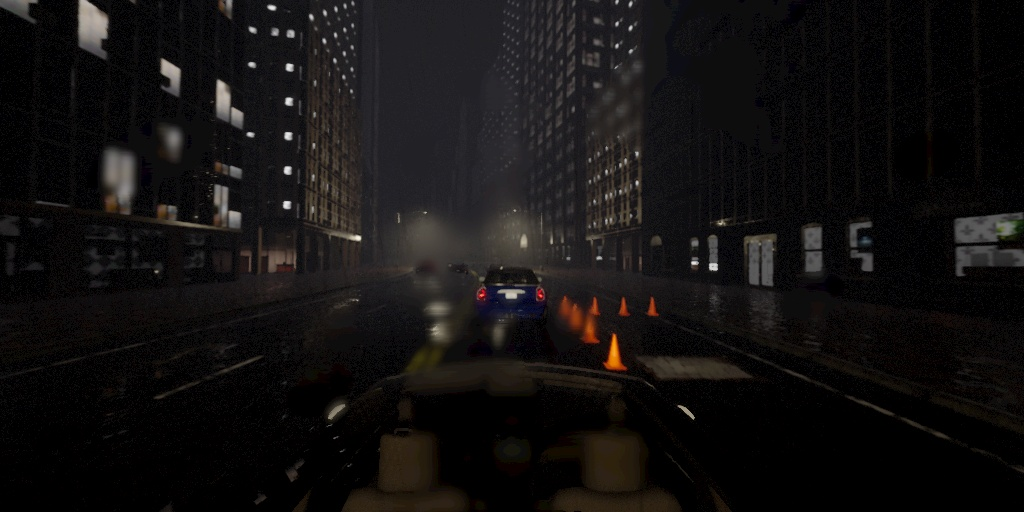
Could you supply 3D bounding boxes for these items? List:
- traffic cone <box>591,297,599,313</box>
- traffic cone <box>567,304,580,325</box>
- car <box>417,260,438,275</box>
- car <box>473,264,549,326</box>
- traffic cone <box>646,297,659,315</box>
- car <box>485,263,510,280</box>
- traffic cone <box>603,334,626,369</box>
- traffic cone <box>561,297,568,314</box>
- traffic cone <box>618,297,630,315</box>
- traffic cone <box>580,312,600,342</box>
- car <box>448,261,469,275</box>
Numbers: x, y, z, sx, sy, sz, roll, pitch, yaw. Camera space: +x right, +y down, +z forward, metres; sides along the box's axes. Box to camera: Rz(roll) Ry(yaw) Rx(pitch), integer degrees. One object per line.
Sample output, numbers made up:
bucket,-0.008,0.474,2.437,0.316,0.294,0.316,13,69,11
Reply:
traffic cone,2.899,1.725,12.545,0.340,0.580,0.340,0,0,0
traffic cone,1.890,1.717,10.550,0.340,0.580,0.340,0,0,0
car,-8.901,1.148,37.913,1.882,1.535,5.008,1,0,-8
car,-0.054,1.098,11.808,2.097,1.767,4.553,0,0,-1
traffic cone,4.899,1.741,12.534,0.340,0.580,0.340,0,0,0
car,-1.359,1.341,31.561,1.895,1.301,4.718,1,0,-6
traffic cone,1.869,1.718,6.550,0.340,0.580,0.340,0,0,0
traffic cone,1.900,1.717,12.550,0.340,0.580,0.340,0,0,0
traffic cone,3.899,1.733,12.539,0.340,0.580,0.340,0,0,0
traffic cone,1.879,1.717,8.550,0.340,0.580,0.340,0,0,0
car,-5.633,1.267,37.892,1.994,1.385,4.181,1,0,-8
